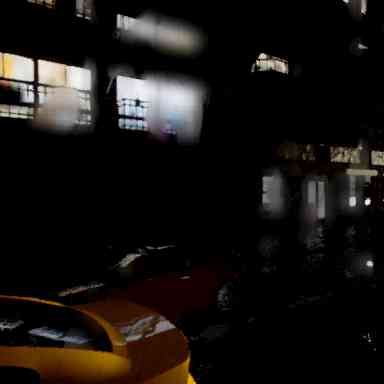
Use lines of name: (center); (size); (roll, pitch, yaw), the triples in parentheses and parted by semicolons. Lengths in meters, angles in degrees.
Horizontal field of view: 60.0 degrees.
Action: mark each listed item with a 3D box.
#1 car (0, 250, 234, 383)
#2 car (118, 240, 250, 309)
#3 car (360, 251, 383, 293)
car: (-2.280, 1.484, 1.729); (5.008, 1.535, 1.882); (0, 0, -36)
car: (-0.765, 1.585, 6.001); (4.206, 1.307, 1.802); (0, -1, -36)
car: (5.889, 1.589, 7.664); (4.718, 1.301, 1.895); (0, 0, -36)
